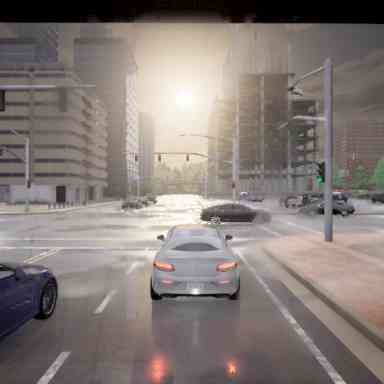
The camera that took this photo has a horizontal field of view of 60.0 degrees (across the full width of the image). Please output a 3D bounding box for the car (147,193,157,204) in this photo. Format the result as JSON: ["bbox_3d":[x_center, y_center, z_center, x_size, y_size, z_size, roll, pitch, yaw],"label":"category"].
[{"bbox_3d":[-8.207,1.221,65.881,2.150,2.045,5.566,0,0,-1],"label":"car"}]

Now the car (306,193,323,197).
[{"bbox_3d":[15.956,1.156,44.268,1.905,1.878,3.866,0,0,0],"label":"car"}]

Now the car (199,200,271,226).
[{"bbox_3d":[2.966,1.505,22.883,4.892,1.490,1.837,0,0,-1],"label":"car"}]

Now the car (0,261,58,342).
[{"bbox_3d":[-3.442,1.526,4.387,1.812,1.442,4.674,0,0,0],"label":"car"}]

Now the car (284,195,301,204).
[{"bbox_3d":[18.577,1.395,61.749,1.970,1.475,3.806,0,0,0],"label":"car"}]

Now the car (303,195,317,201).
[{"bbox_3d":[27.167,1.364,76.892,1.784,1.438,3.905,0,0,0],"label":"car"}]

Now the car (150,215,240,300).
[{"bbox_3d":[0.070,1.526,8.262,1.812,1.442,4.674,0,0,0],"label":"car"}]

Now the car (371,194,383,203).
[{"bbox_3d":[35.474,1.153,61.921,1.932,1.855,4.605,0,0,0],"label":"car"}]

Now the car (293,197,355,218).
[{"bbox_3d":[12.096,1.491,30.074,4.902,1.511,2.128,0,0,0],"label":"car"}]

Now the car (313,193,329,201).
[{"bbox_3d":[29.850,1.153,76.955,1.932,1.855,4.605,0,0,0],"label":"car"}]

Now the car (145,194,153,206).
[{"bbox_3d":[-8.168,1.477,55.300,1.882,1.535,5.008,0,0,0],"label":"car"}]

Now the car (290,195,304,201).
[{"bbox_3d":[24.272,1.395,76.878,1.970,1.475,3.806,0,0,0],"label":"car"}]

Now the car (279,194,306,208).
[{"bbox_3d":[13.061,1.153,44.309,1.932,1.855,4.605,0,0,0],"label":"car"}]

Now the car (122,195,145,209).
[{"bbox_3d":[-8.090,1.352,44.850,2.097,1.767,4.553,0,0,0],"label":"car"}]
